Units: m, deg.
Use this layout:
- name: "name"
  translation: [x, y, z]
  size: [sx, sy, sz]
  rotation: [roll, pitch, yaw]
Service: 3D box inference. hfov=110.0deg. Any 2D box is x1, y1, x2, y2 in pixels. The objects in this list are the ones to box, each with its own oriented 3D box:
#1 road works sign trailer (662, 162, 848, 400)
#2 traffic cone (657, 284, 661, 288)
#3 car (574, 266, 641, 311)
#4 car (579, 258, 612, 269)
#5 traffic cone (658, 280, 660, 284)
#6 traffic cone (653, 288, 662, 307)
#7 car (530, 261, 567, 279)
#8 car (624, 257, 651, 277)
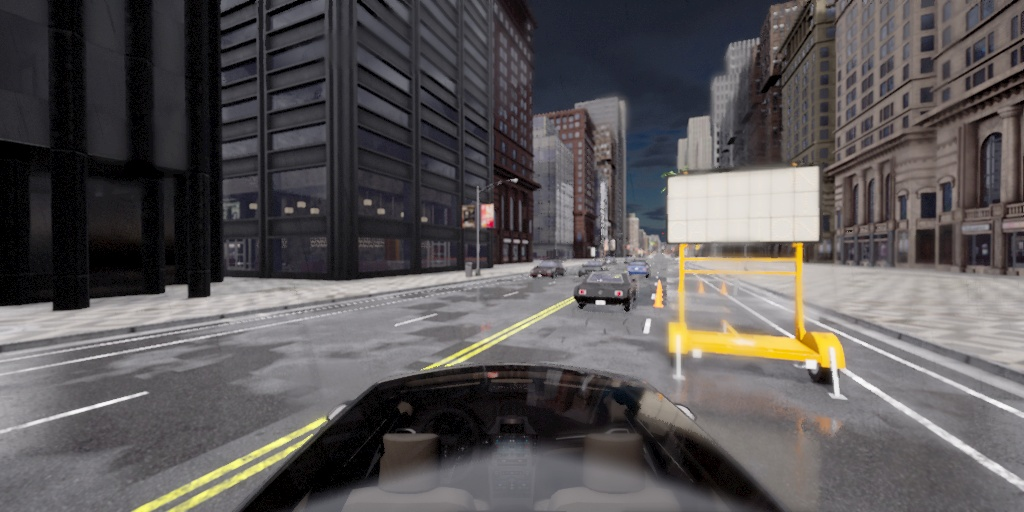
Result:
- name: "road works sign trailer"
  translation: [4.142, 0.177, 6.656]
  size: [2.380, 3.560, 2.880]
  rotation: [0, 0, 23]
- name: "traffic cone"
  translation: [6.336, 1.605, 15.492]
  size: [0.340, 0.580, 0.340]
  rotation: [0, 0, 23]
- name: "car"
  translation: [3.851, 1.261, 14.126]
  size: [1.895, 1.301, 4.718]
  rotation: [0, 0, 23]
- name: "car"
  translation: [6.942, 1.111, 30.479]
  size: [1.994, 1.385, 4.181]
  rotation: [0, 0, 23]
- name: "traffic cone"
  translation: [7.107, 1.592, 17.337]
  size: [0.340, 0.580, 0.340]
  rotation: [0, 0, 23]
- name: "traffic cone"
  translation: [5.566, 1.618, 13.646]
  size: [0.340, 0.580, 0.340]
  rotation: [0, 0, 23]
- name: "car"
  translation: [3.159, 1.100, 29.856]
  size: [2.033, 1.411, 5.357]
  rotation: [0, 0, 23]
- name: "car"
  translation: [11.129, 1.087, 31.545]
  size: [2.033, 1.411, 5.357]
  rotation: [0, 0, 23]
